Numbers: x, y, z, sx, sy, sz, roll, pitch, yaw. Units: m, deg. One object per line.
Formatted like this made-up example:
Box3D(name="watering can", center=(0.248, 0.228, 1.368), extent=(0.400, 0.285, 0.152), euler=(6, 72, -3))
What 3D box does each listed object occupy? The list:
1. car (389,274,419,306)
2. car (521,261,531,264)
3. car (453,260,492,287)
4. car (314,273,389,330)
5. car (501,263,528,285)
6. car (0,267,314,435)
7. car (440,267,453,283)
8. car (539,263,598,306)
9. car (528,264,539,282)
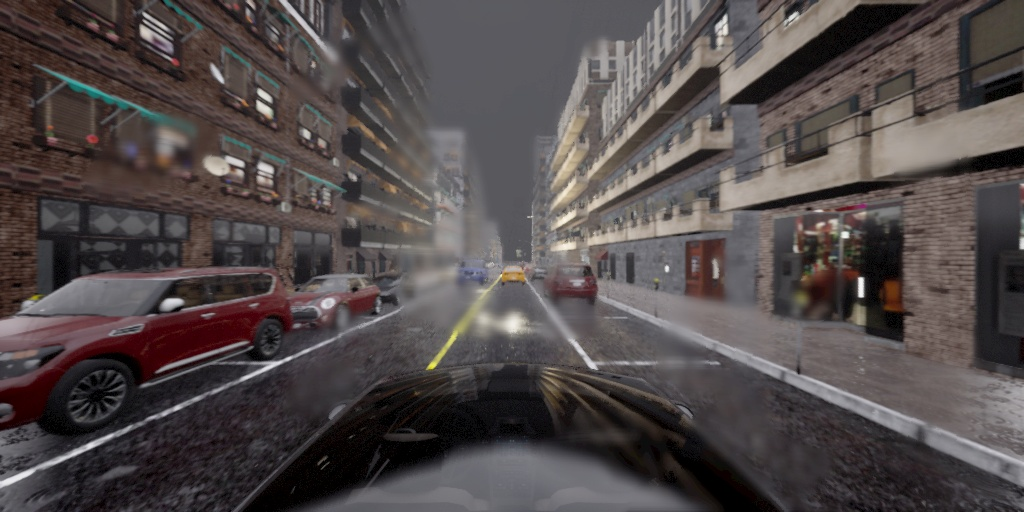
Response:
Box3D(name="car", center=(-5.685, 1.522, 17.053), extent=(1.948, 1.339, 4.313), euler=(0, 0, 0))
Box3D(name="car", center=(2.714, 1.934, 56.660), extent=(1.967, 1.591, 4.097), euler=(0, 0, 0))
Box3D(name="car", center=(-3.087, 1.340, 29.049), extent=(2.150, 2.045, 5.566), euler=(0, -1, 0))
Box3D(name="car", center=(-5.687, 1.320, 11.389), extent=(1.967, 1.591, 4.097), euler=(0, 0, 0))
Box3D(name="car", center=(0.110, 1.619, 30.698), extent=(1.882, 1.535, 5.008), euler=(0, -1, 0))
Box3D(name="car", center=(-5.690, 1.119, 5.726), extent=(2.192, 1.841, 5.009), euler=(0, 0, 0))
Box3D(name="car", center=(-5.677, 1.712, 33.874), extent=(1.751, 1.417, 4.829), euler=(0, 0, 0))
Box3D(name="car", center=(2.696, 1.270, 17.017), extent=(2.192, 1.841, 5.009), euler=(0, 0, 0))
Box3D(name="car", center=(2.704, 1.751, 34.007), extent=(1.948, 1.339, 4.313), euler=(0, 0, 0))
